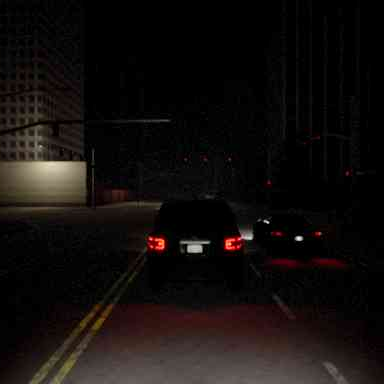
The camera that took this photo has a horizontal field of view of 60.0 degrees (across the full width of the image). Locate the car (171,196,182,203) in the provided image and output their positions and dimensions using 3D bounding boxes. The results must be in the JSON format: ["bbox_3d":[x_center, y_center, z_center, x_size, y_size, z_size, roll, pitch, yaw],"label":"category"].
[{"bbox_3d":[-3.086,1.533,66.524,1.895,1.301,4.718,0,0,1],"label":"car"}]

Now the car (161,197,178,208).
[{"bbox_3d":[-3.265,1.497,49.492,2.033,1.411,5.357,0,0,1],"label":"car"}]

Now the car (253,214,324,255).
[{"bbox_3d":[3.655,1.550,13.294,1.994,1.385,4.181,0,0,1],"label":"car"}]

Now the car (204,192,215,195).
[{"bbox_3d":[3.978,1.007,73.915,2.150,2.045,5.566,0,0,0],"label":"car"}]

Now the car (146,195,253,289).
[{"bbox_3d":[0.101,1.212,9.256,2.150,2.045,5.566,0,0,1],"label":"car"}]
